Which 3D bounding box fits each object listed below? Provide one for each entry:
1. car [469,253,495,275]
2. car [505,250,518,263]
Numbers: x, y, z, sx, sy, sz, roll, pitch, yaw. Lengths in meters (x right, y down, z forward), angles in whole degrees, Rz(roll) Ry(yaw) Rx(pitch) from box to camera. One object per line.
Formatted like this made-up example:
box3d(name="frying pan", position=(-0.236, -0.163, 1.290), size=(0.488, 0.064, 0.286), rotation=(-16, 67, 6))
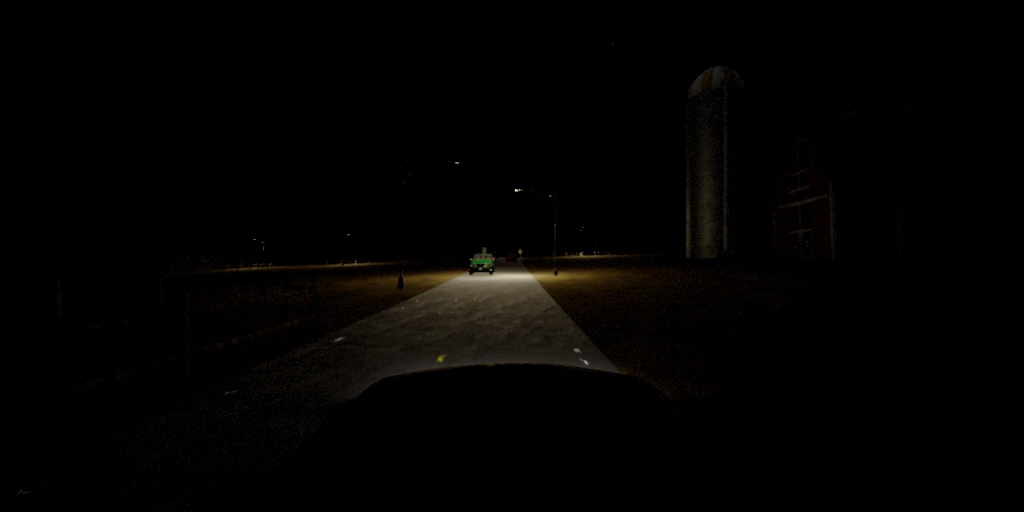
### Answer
box3d(name="car", position=(-2.793, 0.761, 34.349), size=(2.150, 2.045, 5.566), rotation=(0, 1, 0))
box3d(name="car", position=(-0.083, 0.339, 63.521), size=(2.097, 1.767, 4.553), rotation=(0, 1, 0))
